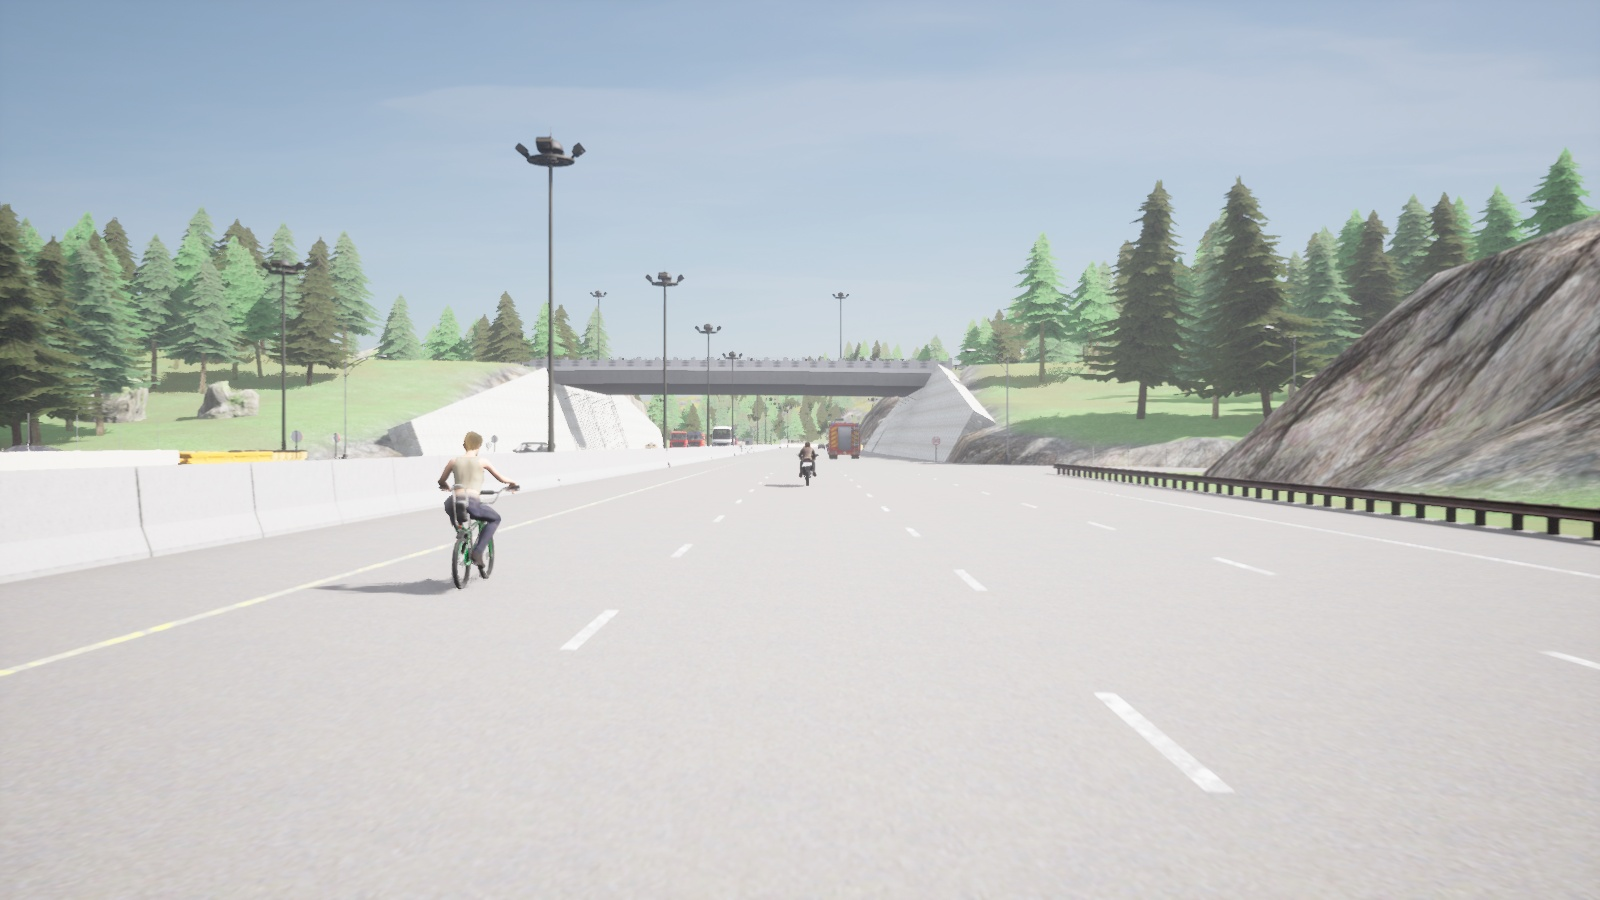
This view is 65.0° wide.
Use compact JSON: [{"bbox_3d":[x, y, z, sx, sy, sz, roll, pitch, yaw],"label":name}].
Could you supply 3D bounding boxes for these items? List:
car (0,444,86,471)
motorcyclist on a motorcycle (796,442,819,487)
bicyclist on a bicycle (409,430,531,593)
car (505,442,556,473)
[{"bbox_3d":[-40.939,0.386,66.237,5.357,1.411,2.033,0,0,-44],"label":"car"},{"bbox_3d":[0.264,0.482,43.693,0.797,1.523,2.044,0,0,0],"label":"motorcyclist on a motorcycle"},{"bbox_3d":[-3.413,0.606,13.142,0.866,1.612,1.509,0,0,1],"label":"bicyclist on a bicycle"},{"bbox_3d":[-13.623,0.355,63.603,1.789,1.549,3.705,0,0,0],"label":"car"}]
